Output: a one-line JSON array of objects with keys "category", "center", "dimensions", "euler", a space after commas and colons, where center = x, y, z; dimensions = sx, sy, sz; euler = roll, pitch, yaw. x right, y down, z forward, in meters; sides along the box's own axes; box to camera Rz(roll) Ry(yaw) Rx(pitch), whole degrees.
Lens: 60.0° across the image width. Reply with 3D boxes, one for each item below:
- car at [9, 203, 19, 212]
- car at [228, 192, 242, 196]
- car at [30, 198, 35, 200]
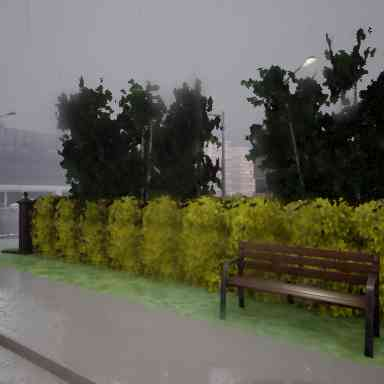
[{"category": "car", "center": [-18.568, 1.477, 38.326], "dimensions": [1.812, 1.442, 4.674], "euler": [0, 0, 33]}, {"category": "car", "center": [9.181, 0.699, 71.535], "dimensions": [1.812, 1.442, 4.674], "euler": [0, 0, 35]}, {"category": "car", "center": [-15.847, 1.515, 36.090], "dimensions": [1.994, 1.385, 4.181], "euler": [0, 0, 35]}]
